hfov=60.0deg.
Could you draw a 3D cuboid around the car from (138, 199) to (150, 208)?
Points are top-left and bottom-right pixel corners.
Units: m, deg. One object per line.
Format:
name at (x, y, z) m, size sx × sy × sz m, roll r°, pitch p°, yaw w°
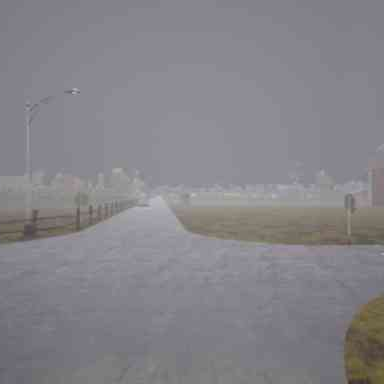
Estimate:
car at (-8.801, 2.060, 60.726) m, size 1.837 × 1.490 × 4.892 m, roll 0°, pitch -1°, yaw -5°
